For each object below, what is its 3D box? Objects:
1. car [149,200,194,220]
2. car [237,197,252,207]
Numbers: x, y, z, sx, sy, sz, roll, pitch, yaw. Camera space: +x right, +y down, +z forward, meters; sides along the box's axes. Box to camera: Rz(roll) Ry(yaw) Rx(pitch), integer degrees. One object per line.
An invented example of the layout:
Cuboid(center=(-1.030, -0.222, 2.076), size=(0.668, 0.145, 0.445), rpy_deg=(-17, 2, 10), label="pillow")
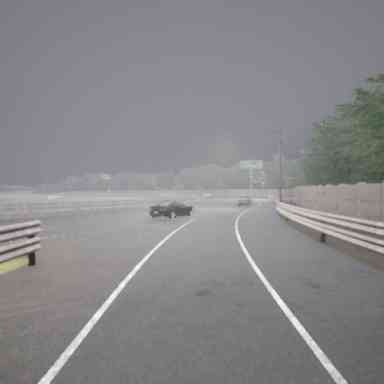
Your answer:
Cuboid(center=(-1.623, 1.467, 28.429), size=(1.882, 1.535, 5.008), rpy_deg=(0, 0, 30), label="car")
Cuboid(center=(8.241, 1.547, 51.873), size=(2.033, 1.411, 5.357), rpy_deg=(0, 0, 16), label="car")
